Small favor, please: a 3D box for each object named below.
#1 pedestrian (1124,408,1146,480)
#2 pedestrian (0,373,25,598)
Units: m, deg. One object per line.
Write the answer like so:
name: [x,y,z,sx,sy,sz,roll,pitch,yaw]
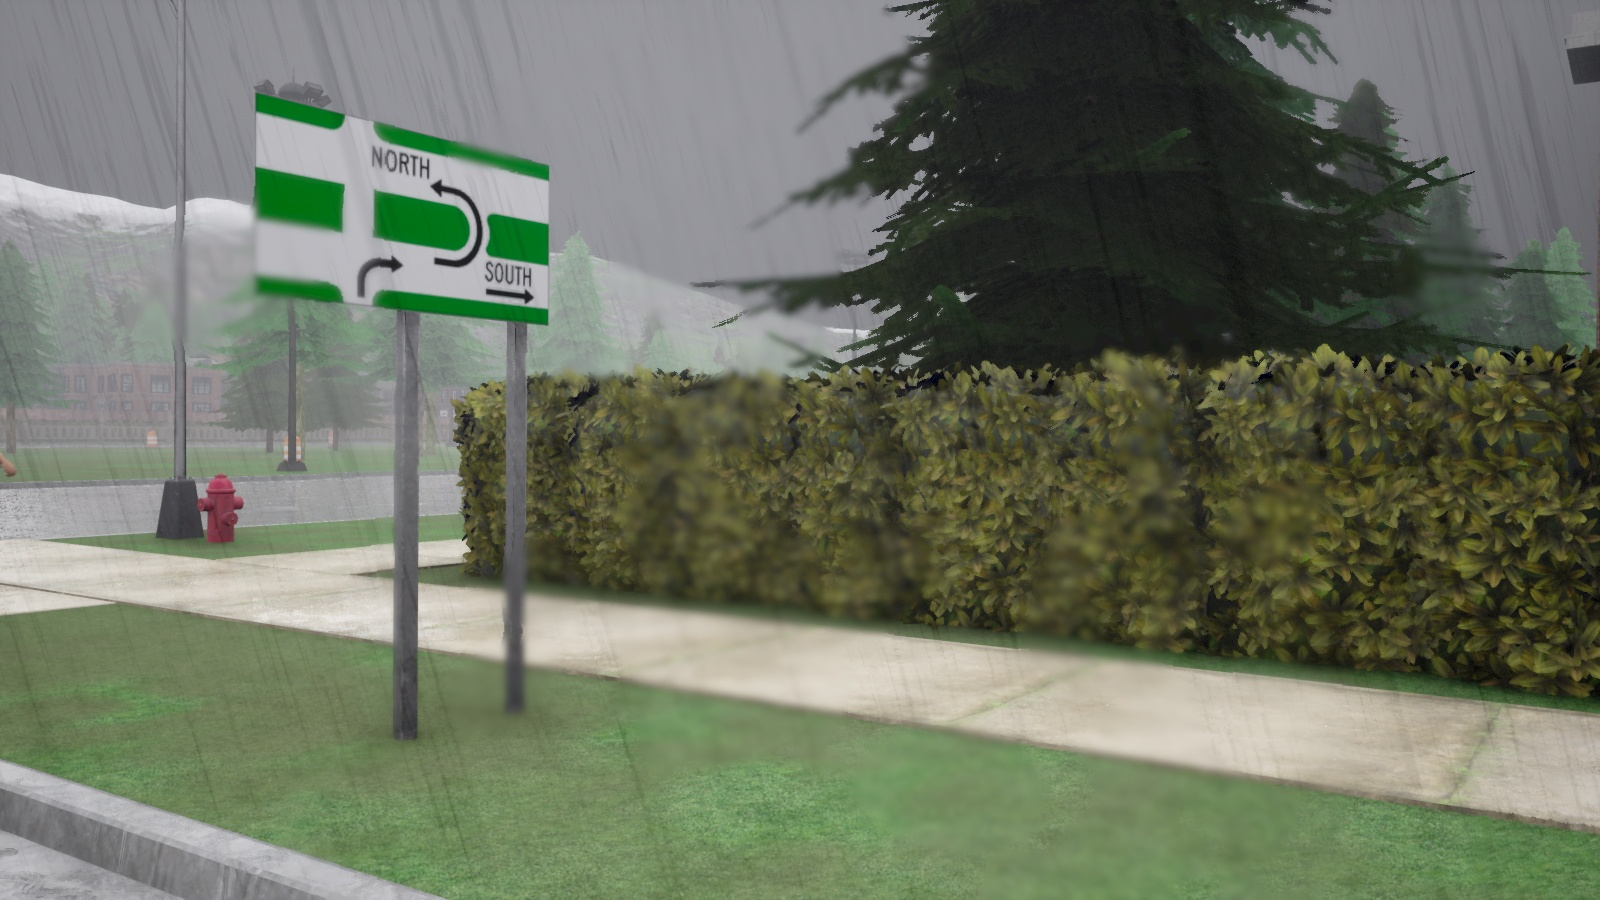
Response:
pedestrian: [8.588,-0.157,32.204,0.345,1.836,0.594,0,1,35]
pedestrian: [-6.748,0.291,10.270,0.345,1.836,0.594,0,1,41]
